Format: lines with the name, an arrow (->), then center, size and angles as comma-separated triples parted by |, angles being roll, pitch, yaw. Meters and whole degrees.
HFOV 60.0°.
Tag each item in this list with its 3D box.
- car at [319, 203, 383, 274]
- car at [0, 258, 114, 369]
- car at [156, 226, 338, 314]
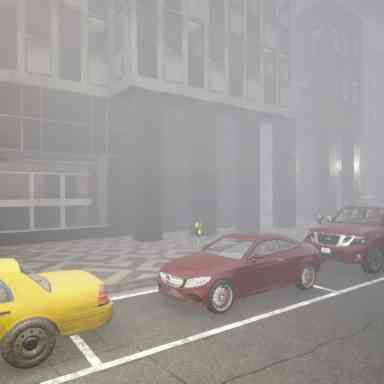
car -> 5.790, 1.314, 10.772 | 5.009, 1.841, 2.192 | 0, 0, -35
car -> -3.475, 1.525, 4.174 | 4.829, 1.417, 1.752 | 0, 0, -35
car -> 1.227, 1.582, 7.521 | 4.206, 1.307, 1.802 | 0, 0, -35
